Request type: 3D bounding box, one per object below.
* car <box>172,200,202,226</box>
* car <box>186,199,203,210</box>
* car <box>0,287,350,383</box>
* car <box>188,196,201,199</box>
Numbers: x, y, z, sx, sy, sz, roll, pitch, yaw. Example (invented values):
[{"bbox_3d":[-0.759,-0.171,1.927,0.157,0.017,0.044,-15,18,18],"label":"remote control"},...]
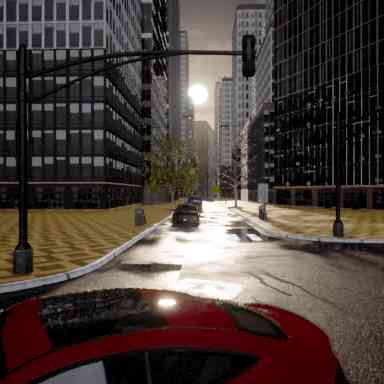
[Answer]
[{"bbox_3d":[-0.397,1.654,25.401,1.882,1.535,5.008,0,0,2],"label":"car"},{"bbox_3d":[-0.011,1.777,35.613,1.812,1.442,4.674,0,0,2],"label":"car"},{"bbox_3d":[-0.937,1.540,2.311,4.674,1.442,1.812,0,0,-27],"label":"car"},{"bbox_3d":[0.389,1.554,46.265,2.150,2.045,5.566,0,0,2],"label":"car"}]
